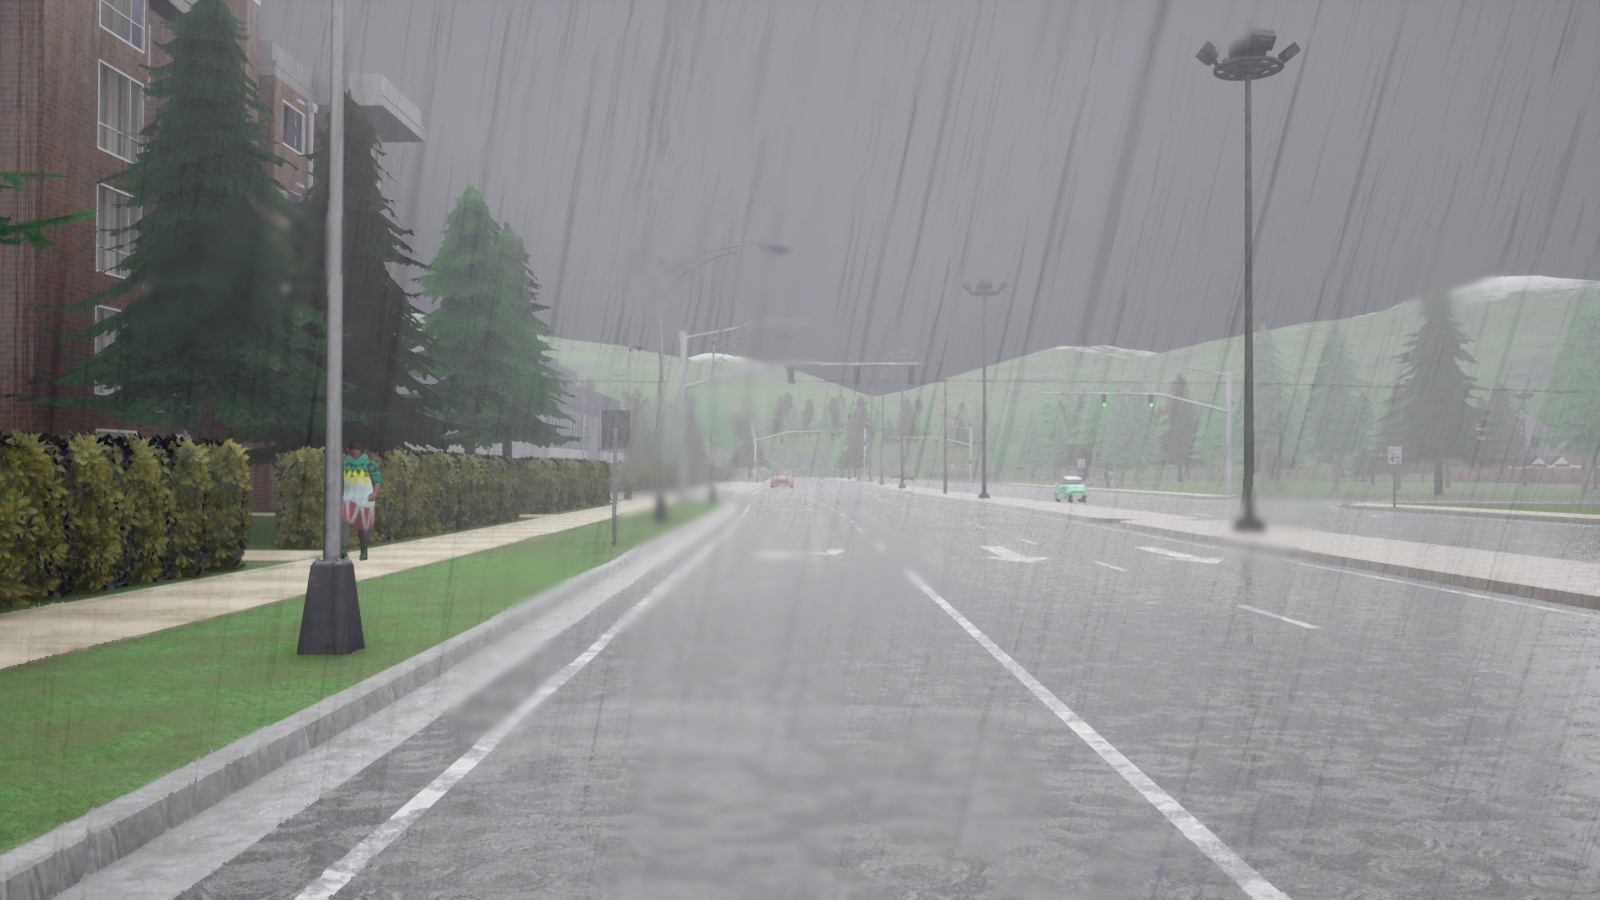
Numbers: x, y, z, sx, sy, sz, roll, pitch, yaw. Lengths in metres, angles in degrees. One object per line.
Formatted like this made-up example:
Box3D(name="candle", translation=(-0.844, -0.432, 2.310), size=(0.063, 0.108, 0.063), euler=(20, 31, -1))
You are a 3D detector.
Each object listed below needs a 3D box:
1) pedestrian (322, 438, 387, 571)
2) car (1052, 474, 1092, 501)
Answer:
Box3D(name="pedestrian", translation=(-6.703, 0.803, 18.918), size=(0.659, 1.952, 0.873), euler=(0, -1, 0))
Box3D(name="car", translation=(14.113, 1.922, 65.189), size=(1.481, 1.376, 2.207), euler=(0, -1, -3))
